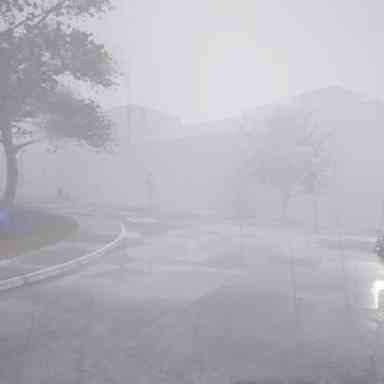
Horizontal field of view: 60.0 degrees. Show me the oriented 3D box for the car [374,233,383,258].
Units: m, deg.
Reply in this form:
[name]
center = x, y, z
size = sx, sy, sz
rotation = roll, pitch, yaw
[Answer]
[car]
center = 8.291, 1.714, 11.757
size = 4.181, 1.385, 1.994
rotation = 4, -1, -36
